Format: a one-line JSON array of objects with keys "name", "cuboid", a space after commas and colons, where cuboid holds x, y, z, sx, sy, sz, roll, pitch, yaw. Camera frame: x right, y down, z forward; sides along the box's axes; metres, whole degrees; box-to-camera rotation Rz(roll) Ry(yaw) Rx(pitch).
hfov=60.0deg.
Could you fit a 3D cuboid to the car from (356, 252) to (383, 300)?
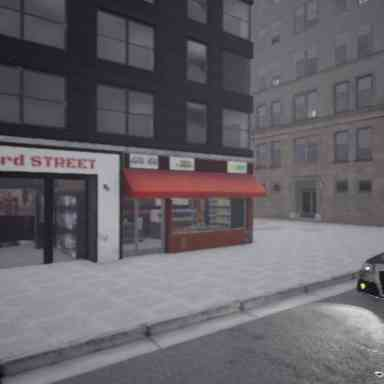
[{"name": "car", "cuboid": [5.467, 1.587, 7.273, 4.181, 1.385, 1.994, 0, 0, -35]}]
